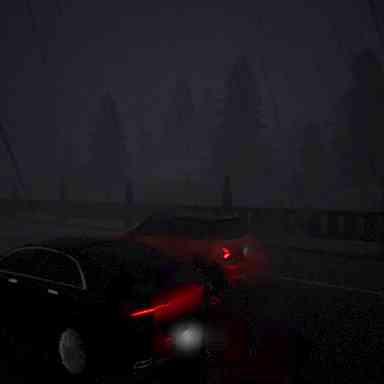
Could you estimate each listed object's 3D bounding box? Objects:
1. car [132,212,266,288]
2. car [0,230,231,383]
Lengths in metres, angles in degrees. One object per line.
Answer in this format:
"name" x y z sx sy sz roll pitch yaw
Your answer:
"car" -0.511 1.320 8.654 4.553 1.767 2.097 0 0 36
"car" -2.008 1.477 5.423 4.892 1.490 1.837 0 0 35
